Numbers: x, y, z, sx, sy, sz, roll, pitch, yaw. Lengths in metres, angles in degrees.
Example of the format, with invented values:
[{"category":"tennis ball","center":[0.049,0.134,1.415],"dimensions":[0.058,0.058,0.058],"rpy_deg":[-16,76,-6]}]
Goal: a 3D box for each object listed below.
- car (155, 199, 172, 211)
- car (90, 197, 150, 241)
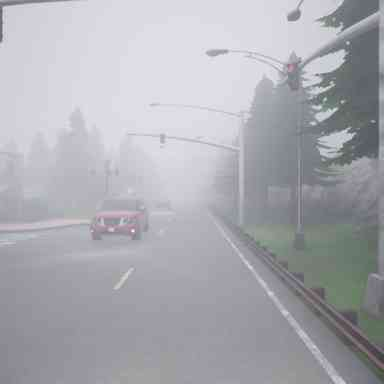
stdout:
[{"category":"car","center":[-3.568,1.576,41.712],"dimensions":[1.895,1.301,4.718],"rpy_deg":[0,0,0]},{"category":"car","center":[-3.545,1.288,17.369],"dimensions":[2.150,2.045,5.566],"rpy_deg":[-1,0,0]}]
